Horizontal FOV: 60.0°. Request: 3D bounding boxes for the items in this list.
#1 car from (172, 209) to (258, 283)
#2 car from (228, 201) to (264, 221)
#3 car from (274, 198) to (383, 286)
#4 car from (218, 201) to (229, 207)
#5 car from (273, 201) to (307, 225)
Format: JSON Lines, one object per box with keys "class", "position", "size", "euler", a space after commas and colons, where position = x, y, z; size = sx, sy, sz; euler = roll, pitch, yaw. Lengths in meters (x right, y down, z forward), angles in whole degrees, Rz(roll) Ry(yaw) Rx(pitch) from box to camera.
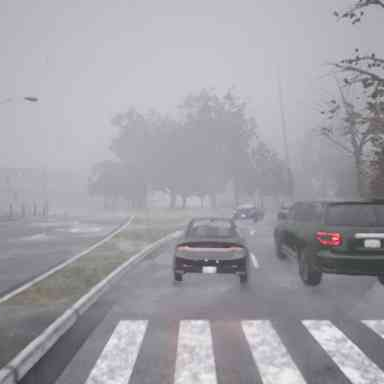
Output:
{"class": "car", "position": [0.599, 1.477, 9.656], "size": [2.128, 1.511, 4.902], "euler": [0, 0, 5]}
{"class": "car", "position": [4.489, 1.572, 26.185], "size": [1.812, 1.442, 4.674], "euler": [-1, -1, 20]}
{"class": "car", "position": [3.822, 1.189, 9.417], "size": [2.150, 2.045, 5.566], "euler": [0, -1, 4]}
{"class": "car", "position": [8.285, 2.746, 73.918], "size": [5.008, 1.535, 1.882], "euler": [-1, -2, 21]}
{"class": "car", "position": [7.459, 1.503, 24.888], "size": [2.128, 1.511, 4.902], "euler": [-1, -1, 20]}
